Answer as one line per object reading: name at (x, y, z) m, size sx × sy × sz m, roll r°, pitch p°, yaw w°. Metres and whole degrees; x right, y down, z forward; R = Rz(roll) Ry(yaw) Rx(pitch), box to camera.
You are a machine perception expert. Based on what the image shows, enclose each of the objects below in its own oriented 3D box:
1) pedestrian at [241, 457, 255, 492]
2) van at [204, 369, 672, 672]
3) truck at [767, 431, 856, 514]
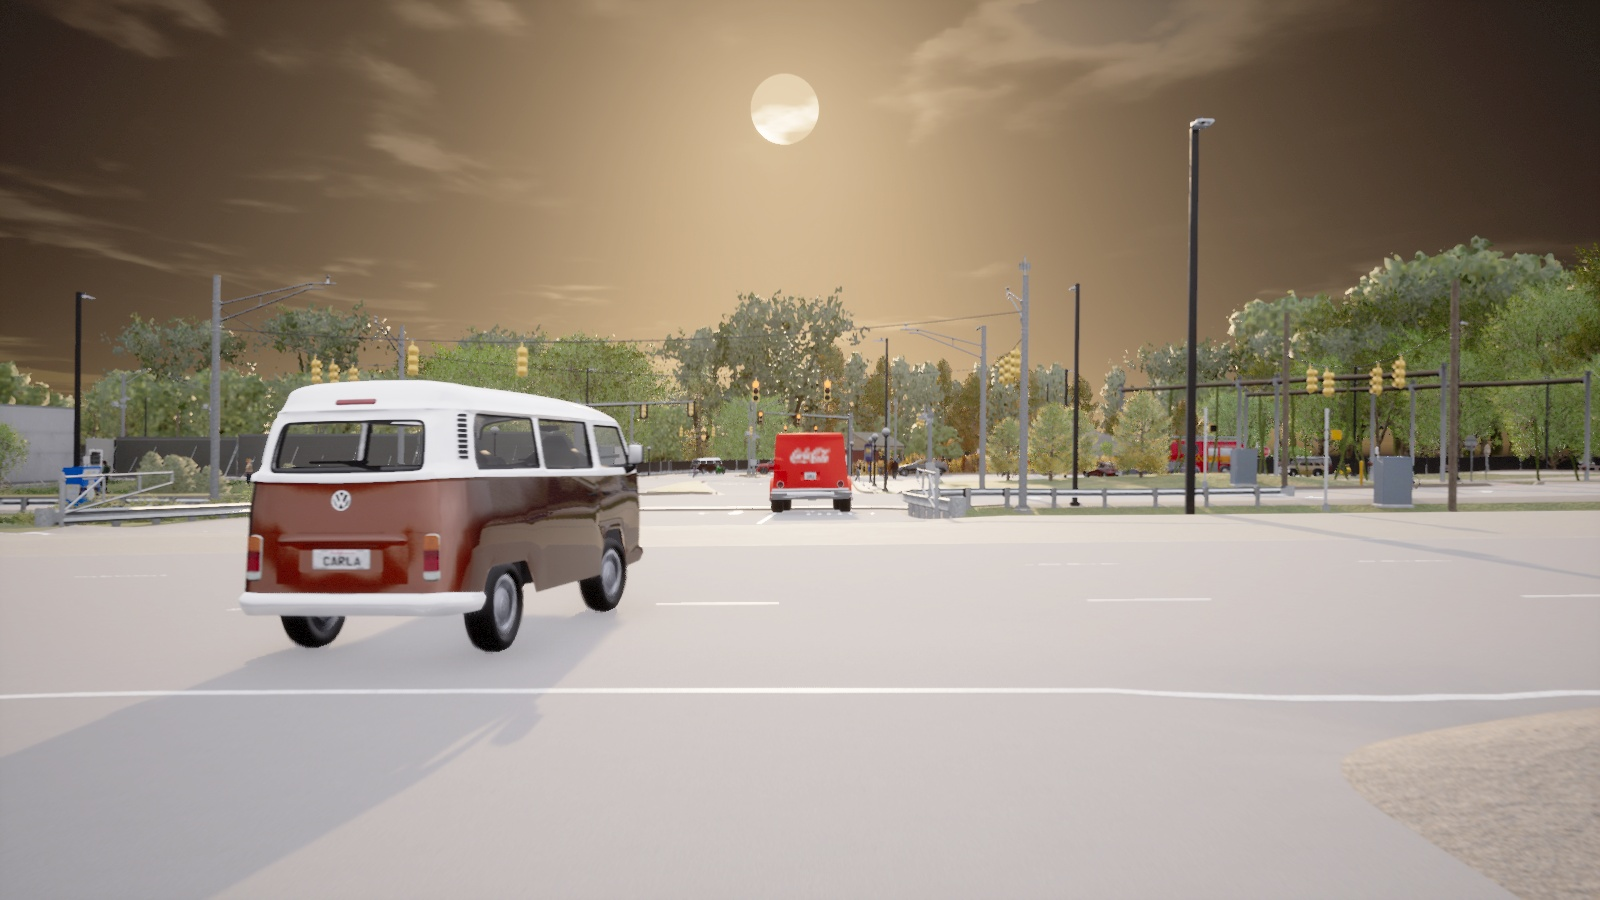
pedestrian at (-28.973, 1.272, 65.922) m, size 0.594 × 1.836 × 0.345 m, roll 1°, pitch 0°, yaw 1°
van at (-2.754, 0.503, 10.855) m, size 2.069 × 2.038 × 4.480 m, roll -1°, pitch 0°, yaw 11°
truck at (0.394, 0.736, 40.369) m, size 2.627 × 2.467 × 5.204 m, roll -1°, pitch -2°, yaw 1°
